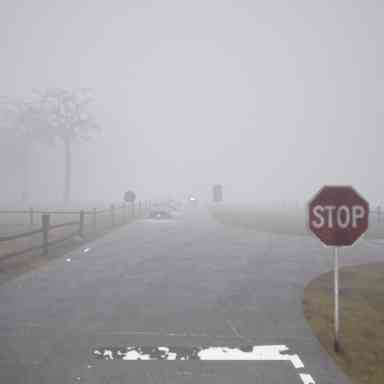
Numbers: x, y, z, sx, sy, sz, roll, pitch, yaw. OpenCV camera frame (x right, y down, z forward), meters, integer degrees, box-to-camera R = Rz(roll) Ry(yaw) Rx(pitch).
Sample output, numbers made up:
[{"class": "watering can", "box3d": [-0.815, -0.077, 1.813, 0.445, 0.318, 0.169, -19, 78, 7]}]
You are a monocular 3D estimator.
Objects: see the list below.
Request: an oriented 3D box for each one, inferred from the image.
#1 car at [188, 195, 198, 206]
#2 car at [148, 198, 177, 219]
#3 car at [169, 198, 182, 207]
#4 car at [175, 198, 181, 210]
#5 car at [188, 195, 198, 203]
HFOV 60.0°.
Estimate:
[{"class": "car", "box3d": [0.162, 1.712, 60.228, 2.033, 1.411, 5.357, 0, 0, 0]}, {"class": "car", "box3d": [-2.769, 1.593, 30.390, 2.033, 1.411, 5.357, 0, 0, 0]}, {"class": "car", "box3d": [-2.688, 1.663, 54.420, 1.812, 1.442, 4.674, 0, 0, 0]}, {"class": "car", "box3d": [-2.738, 1.585, 40.979, 1.837, 1.490, 4.892, 0, 0, 0]}, {"class": "car", "box3d": [0.191, 1.440, 70.836, 2.097, 1.767, 4.553, 0, 0, 0]}]
